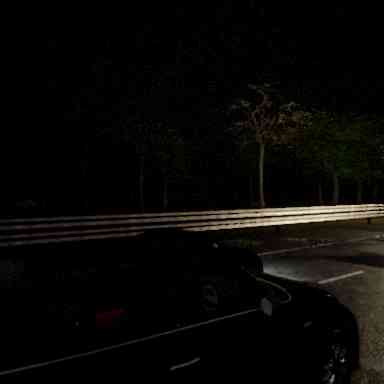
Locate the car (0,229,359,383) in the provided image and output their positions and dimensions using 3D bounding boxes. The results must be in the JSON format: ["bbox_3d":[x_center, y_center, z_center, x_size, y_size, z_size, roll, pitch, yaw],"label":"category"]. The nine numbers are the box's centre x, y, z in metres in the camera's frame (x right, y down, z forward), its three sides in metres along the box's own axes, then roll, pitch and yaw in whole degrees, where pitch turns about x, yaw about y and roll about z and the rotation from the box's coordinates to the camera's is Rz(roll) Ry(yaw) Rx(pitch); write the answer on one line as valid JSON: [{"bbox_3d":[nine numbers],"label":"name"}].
[{"bbox_3d":[-0.184,1.357,3.614,4.553,1.767,2.097,0,0,-36],"label":"car"}]

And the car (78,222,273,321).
[{"bbox_3d":[-0.279,1.575,7.844,4.181,1.385,1.994,0,0,-36],"label":"car"}]
